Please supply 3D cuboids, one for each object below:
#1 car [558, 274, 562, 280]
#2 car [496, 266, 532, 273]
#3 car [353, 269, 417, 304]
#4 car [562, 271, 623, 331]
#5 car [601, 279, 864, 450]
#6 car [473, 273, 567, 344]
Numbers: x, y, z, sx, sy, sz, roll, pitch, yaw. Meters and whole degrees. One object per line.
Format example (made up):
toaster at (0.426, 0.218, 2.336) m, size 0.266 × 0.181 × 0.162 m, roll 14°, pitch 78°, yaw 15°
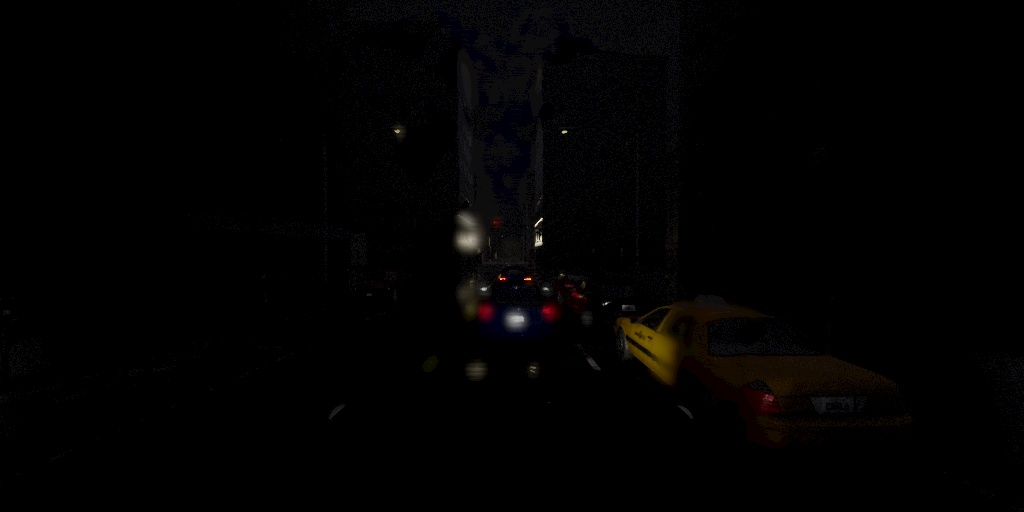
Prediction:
car at (2.882, 1.327, 16.464) m, size 1.802 × 1.307 × 4.207 m, roll 0°, pitch 0°, yaw 0°
car at (0.111, 1.270, 19.578) m, size 1.812 × 1.442 × 4.674 m, roll 0°, pitch 0°, yaw -2°
car at (-5.663, 1.290, 16.466) m, size 1.888 × 1.381 × 4.507 m, roll 0°, pitch 0°, yaw 0°
car at (2.879, 1.313, 10.878) m, size 1.948 × 1.339 × 4.313 m, roll 0°, pitch 0°, yaw 0°
car at (2.876, 1.274, 5.462) m, size 1.751 × 1.417 × 4.829 m, roll 0°, pitch 0°, yaw 0°
car at (0.104, 1.312, 9.563) m, size 1.994 × 1.385 × 4.181 m, roll 0°, pitch 0°, yaw 0°
